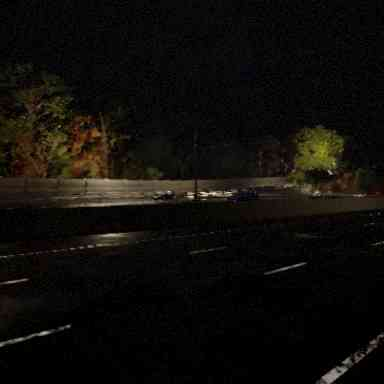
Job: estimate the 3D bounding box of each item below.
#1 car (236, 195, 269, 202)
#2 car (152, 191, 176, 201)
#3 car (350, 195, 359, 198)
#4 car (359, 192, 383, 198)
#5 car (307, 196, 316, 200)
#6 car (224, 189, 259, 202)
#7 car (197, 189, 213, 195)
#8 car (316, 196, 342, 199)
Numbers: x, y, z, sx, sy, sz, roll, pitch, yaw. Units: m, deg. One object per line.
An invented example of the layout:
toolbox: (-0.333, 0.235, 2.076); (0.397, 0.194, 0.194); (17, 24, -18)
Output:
car: (7.832, 1.380, 39.662); (4.718, 1.301, 1.895); (0, 0, -41)
car: (-4.154, 0.602, 50.174); (2.128, 1.511, 4.902); (0, 1, 26)
car: (32.170, 1.334, 65.402); (4.718, 1.301, 1.895); (0, 0, -41)
car: (34.032, 0.985, 62.378); (5.566, 2.045, 2.150); (0, 0, -41)
car: (20.869, 1.307, 55.581); (4.181, 1.385, 1.994); (0, 0, -40)
car: (6.628, 0.977, 43.241); (5.566, 2.045, 2.150); (0, 0, -41)
car: (2.642, 0.165, 64.309); (2.097, 1.767, 4.553); (0, 2, 27)
car: (21.786, 1.295, 51.761); (4.674, 1.442, 1.812); (0, 0, -41)
